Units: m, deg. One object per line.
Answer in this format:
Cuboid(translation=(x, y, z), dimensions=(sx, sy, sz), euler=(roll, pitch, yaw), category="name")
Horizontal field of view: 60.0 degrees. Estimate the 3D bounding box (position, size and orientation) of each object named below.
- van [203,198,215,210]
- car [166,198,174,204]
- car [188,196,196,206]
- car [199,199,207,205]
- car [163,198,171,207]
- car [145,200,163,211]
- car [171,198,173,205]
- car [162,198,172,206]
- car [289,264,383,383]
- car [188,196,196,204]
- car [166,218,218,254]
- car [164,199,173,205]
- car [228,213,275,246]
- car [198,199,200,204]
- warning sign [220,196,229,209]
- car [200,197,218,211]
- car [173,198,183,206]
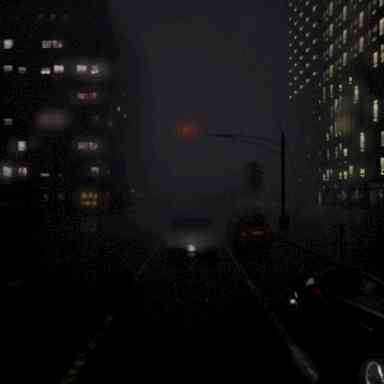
Cuboid(translation=(2.664, 1.877, 53.698), dimensions=(1.690, 1.788, 3.998), euler=(0, -1, 0), category="van")
Cuboid(translation=(-5.729, 2.347, 86.852), dimensions=(1.967, 1.590, 4.097), euler=(0, -1, 0), category="car")
Cuboid(translation=(-0.028, 2.298, 74.860), dimensions=(2.033, 1.411, 5.357), euler=(0, -1, 0), category="car")
Cuboid(translation=(2.654, 2.389, 81.327), dimensions=(1.887, 1.381, 4.507), euler=(0, -1, 0), category="car")
Cuboid(translation=(-5.719, 2.207, 64.745), dimensions=(2.008, 1.369, 4.403), euler=(0, -1, 0), category="car")
Cuboid(translation=(-5.712, 2.028, 48.166), dimensions=(2.008, 1.369, 4.403), euler=(0, -1, 0), category="car")
Cuboid(translation=(-5.721, 2.263, 70.271), dimensions=(1.887, 1.381, 4.507), euler=(0, -1, 0), category="car")
Cuboid(translation=(-5.724, 2.221, 75.799), dimensions=(1.967, 1.590, 4.097), euler=(0, -1, 0), category="car")
Cuboid(translation=(2.684, 1.609, 4.494), dimensions=(1.947, 1.339, 4.313), euler=(0, -1, 0), category="car")
Cuboid(translation=(-0.034, 2.052, 87.394), dimensions=(2.150, 2.045, 5.566), euler=(0, -1, 0), category="car")
Cuboid(translation=(-0.003, 1.736, 14.104), dimensions=(1.895, 1.301, 4.718), euler=(0, -1, 0), category="car")
Cuboid(translation=(-5.726, 2.426, 81.324), dimensions=(1.802, 1.307, 4.206), euler=(0, -1, 0), category="car")
Cuboid(translation=(2.680, 1.678, 15.929), dimensions=(1.752, 1.417, 4.829), euler=(0, -1, 0), category="car")
Cuboid(translation=(2.658, 2.034, 70.276), dimensions=(2.192, 1.841, 5.009), euler=(0, -1, 0), category="car")
Cuboid(translation=(5.052, 1.627, 51.431), dimensions=(1.300, 1.860, 1.060), euler=(0, 0, 0), category="warning sign")
Cuboid(translation=(2.667, 1.792, 48.172), dimensions=(2.192, 1.841, 5.009), euler=(0, -1, 0), category="car")
Cuboid(translation=(-3.030, 2.112, 73.695), dimensions=(2.097, 1.767, 4.553), euler=(0, -1, 0), category="car")
